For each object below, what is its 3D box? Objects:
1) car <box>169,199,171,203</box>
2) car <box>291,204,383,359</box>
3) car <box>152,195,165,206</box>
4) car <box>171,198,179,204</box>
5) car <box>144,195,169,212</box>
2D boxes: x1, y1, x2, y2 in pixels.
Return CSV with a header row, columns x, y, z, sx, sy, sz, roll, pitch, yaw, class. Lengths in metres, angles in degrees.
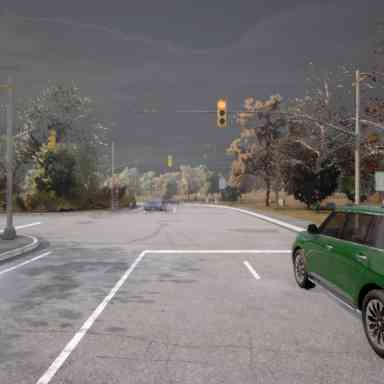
x,y,z,sx,sy,sz,roll,pitch,yaw,class
-4.879,1.751,52.558,2.033,1.411,5.357,0,-1,-6,car
3.582,1.221,6.066,2.150,2.045,5.566,0,0,0,car
-6.468,1.659,63.595,2.150,2.045,5.566,0,-1,-10,car
-4.656,2.356,82.987,2.128,1.511,4.902,0,-1,-22,car
-4.303,1.390,39.347,2.097,1.767,4.553,0,0,2,car
